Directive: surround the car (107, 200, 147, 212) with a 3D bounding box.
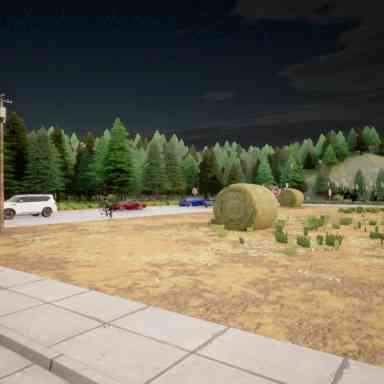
[{"bbox_3d":[-7.559,1.628,38.822,1.895,1.301,4.718,0,0,37],"label":"car"}]

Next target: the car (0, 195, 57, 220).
[{"bbox_3d":[-14.710,1.249,29.152,2.150,2.045,5.566,0,0,36],"label":"car"}]

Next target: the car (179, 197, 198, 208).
[{"bbox_3d":[0.057,1.505,49.074,1.882,1.535,5.008,0,1,37],"label":"car"}]

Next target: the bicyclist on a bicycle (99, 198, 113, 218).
[{"bbox_3d":[-6.988,1.327,27.009,1.656,1.620,0.582,0,0,36],"label":"bicyclist on a bicycle"}]

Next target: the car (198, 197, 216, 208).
[{"bbox_3d":[3.557,1.518,47.757,2.128,1.511,4.902,0,0,37],"label":"car"}]
